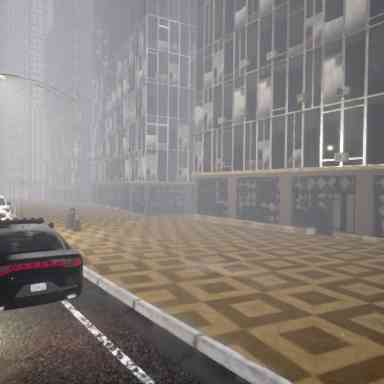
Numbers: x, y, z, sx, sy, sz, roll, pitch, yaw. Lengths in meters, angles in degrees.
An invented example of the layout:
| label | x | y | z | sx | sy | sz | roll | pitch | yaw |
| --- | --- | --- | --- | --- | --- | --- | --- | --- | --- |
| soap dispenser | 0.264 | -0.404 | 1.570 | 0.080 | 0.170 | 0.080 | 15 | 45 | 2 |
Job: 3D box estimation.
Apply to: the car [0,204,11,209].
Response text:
| label | x | y | z | sx | sy | sz | roll | pitch | yaw |
| --- | --- | --- | --- | --- | --- | --- | --- | --- | --- |
| car | -9.501 | 1.520 | 15.798 | 1.812 | 1.442 | 4.674 | 0 | 0 | -33 |

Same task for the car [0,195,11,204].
| label | x | y | z | sx | sy | sz | roll | pitch | yaw |
| --- | --- | --- | --- | --- | --- | --- | --- | --- | --- |
| car | -12.621 | 1.216 | 20.785 | 2.150 | 2.045 | 5.566 | 0 | 0 | -31 |

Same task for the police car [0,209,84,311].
| label | x | y | z | sx | sy | sz | roll | pitch | yaw |
| --- | --- | --- | --- | --- | --- | --- | --- | --- | --- |
| police car | -4.114 | 1.422 | 7.800 | 1.930 | 1.638 | 5.238 | 0 | 0 | -35 |
